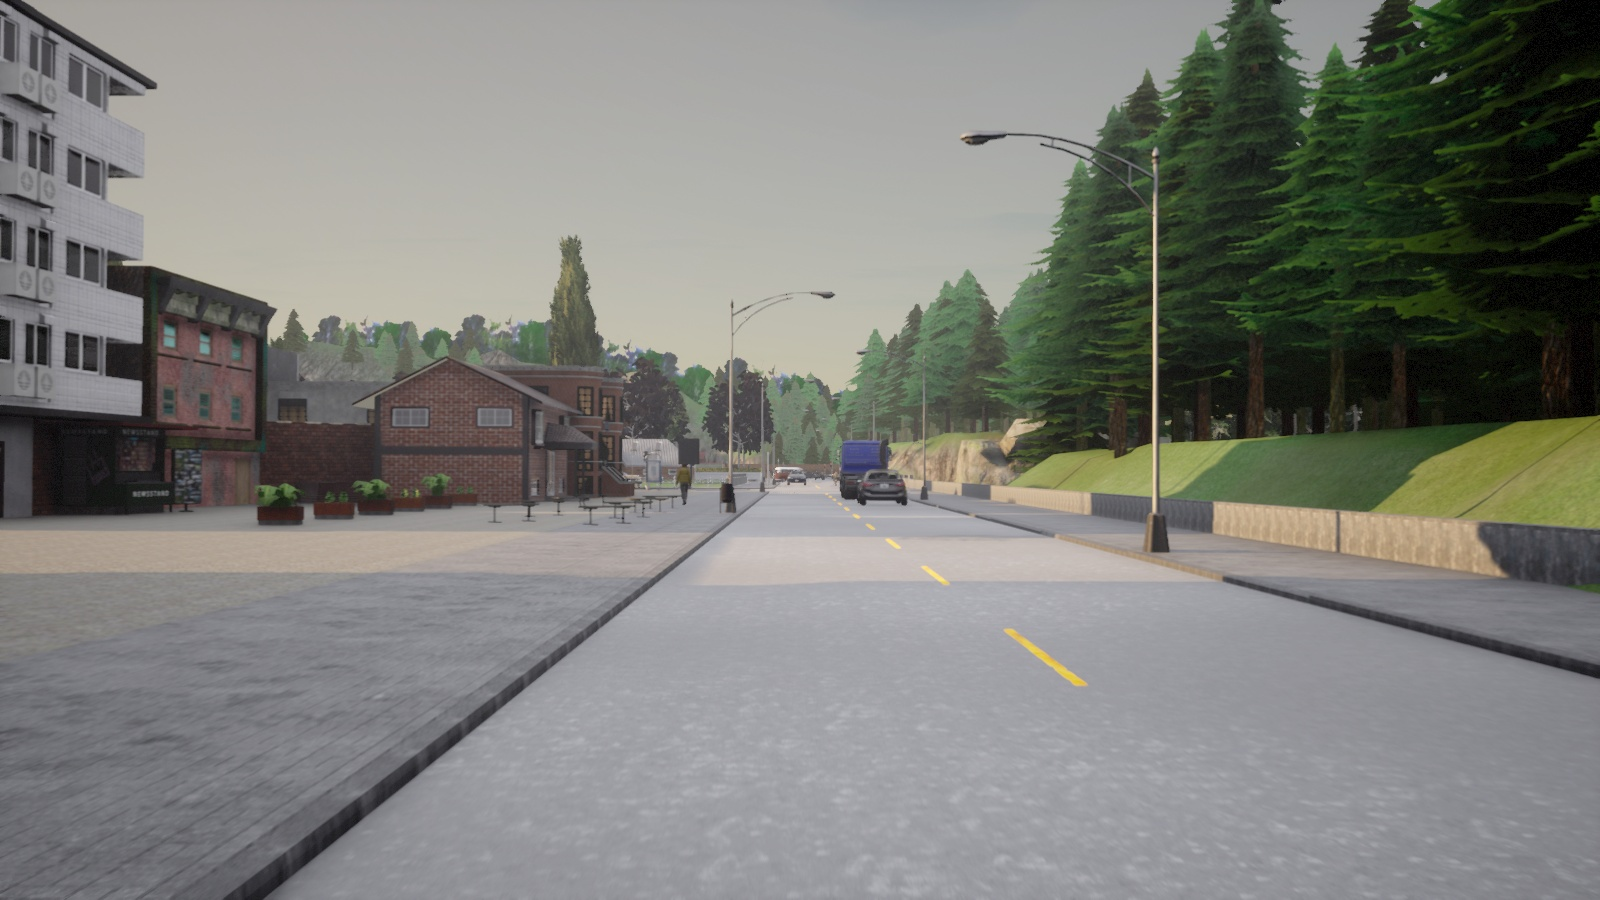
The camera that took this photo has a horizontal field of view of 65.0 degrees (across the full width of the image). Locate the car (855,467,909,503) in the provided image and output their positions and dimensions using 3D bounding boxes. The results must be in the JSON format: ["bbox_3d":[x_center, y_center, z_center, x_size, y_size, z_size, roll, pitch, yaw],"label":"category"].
[{"bbox_3d":[3.862,1.640,59.592,2.242,1.667,4.611,0,-1,0],"label":"car"}]

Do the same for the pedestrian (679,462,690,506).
[{"bbox_3d":[-4.881,1.434,53.147,0.370,1.835,0.726,0,-1,1],"label":"pedestrian"}]

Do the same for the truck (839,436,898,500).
[{"bbox_3d":[3.829,1.023,72.017,2.891,3.462,7.936,0,-1,0],"label":"truck"}]
